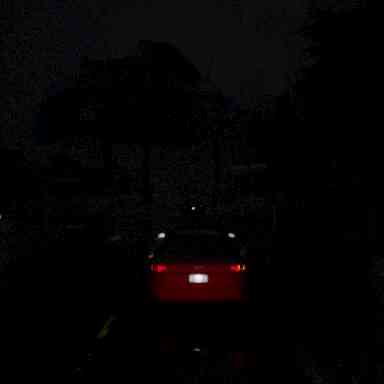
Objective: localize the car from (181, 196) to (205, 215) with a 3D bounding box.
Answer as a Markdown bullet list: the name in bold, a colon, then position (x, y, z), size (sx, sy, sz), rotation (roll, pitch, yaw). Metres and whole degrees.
- **car**: position (0.113, 1.288, 28.753), size (1.994, 1.385, 4.181), rotation (0, 0, 0)

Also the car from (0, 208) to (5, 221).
- **car**: position (-13.149, 1.084, 18.606), size (4.902, 1.511, 2.128), rotation (1, -1, -1)

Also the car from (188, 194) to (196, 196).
- **car**: position (0.025, 1.137, 62.856), size (1.837, 1.490, 4.892), rotation (0, 0, 0)

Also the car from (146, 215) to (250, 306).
- **car**: position (0.114, 1.473, 7.871), size (1.994, 1.385, 4.181), rotation (0, 1, 0)
